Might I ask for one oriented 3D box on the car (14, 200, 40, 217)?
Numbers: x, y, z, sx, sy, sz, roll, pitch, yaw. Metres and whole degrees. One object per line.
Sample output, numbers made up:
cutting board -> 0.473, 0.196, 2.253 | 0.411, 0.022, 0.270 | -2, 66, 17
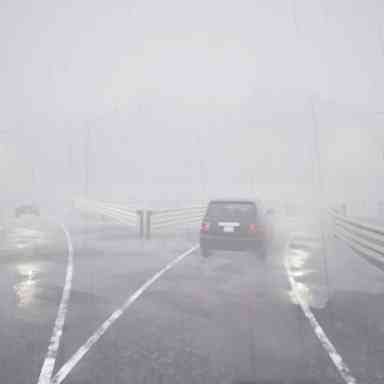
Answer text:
car -> -14.826, 1.443, 29.889 | 1.812, 1.442, 4.674 | 0, 0, -30

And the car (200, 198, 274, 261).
car -> 1.864, 1.234, 12.688 | 2.150, 2.045, 5.566 | 0, 0, 16
